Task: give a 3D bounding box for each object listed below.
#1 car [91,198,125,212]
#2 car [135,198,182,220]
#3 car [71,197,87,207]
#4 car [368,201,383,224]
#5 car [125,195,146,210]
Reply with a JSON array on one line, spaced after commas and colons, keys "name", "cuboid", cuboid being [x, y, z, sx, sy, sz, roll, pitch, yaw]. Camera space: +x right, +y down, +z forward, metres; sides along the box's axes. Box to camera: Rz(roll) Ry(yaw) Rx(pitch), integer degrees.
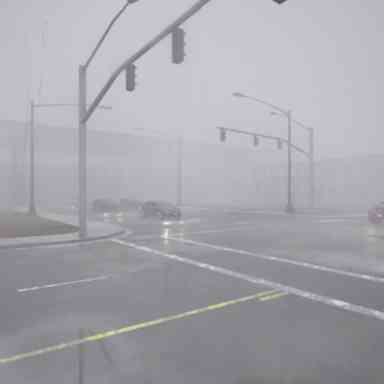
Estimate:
[{"name": "car", "cuboid": [-9.988, 1.473, 38.352, 1.882, 1.535, 5.008, 0, 0, -36]}, {"name": "car", "cuboid": [-2.752, 1.500, 28.521, 1.837, 1.490, 4.892, 0, 0, -36]}, {"name": "car", "cuboid": [-17.909, 1.520, 52.840, 1.812, 1.442, 4.674, 0, 0, -10]}, {"name": "car", "cuboid": [14.451, 1.162, 22.524, 5.566, 2.045, 2.150, 0, 0, -27]}, {"name": "car", "cuboid": [-8.117, 1.471, 42.016, 1.882, 1.535, 5.008, 0, 0, -36]}]
